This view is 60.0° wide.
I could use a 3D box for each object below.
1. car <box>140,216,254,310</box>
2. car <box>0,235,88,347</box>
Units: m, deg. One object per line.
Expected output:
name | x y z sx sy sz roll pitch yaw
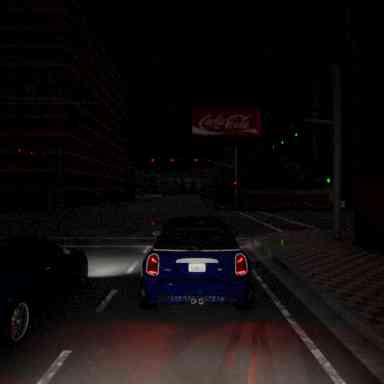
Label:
car | 0.085 1.352 7.977 2.097 1.767 4.553 0 0 0
car | -3.420 1.526 6.181 1.812 1.442 4.674 0 0 0
